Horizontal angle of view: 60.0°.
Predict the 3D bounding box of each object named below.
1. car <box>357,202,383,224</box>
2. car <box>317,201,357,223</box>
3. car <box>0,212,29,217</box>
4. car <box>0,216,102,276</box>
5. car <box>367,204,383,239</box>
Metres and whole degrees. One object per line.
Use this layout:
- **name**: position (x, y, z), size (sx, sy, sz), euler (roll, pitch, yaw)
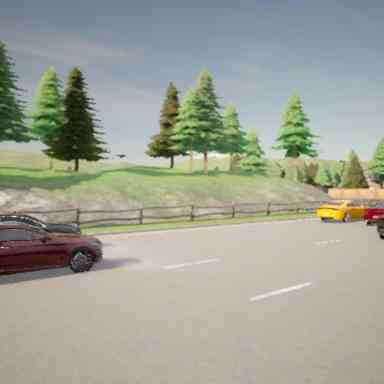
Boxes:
- **car**: position (13.186, 1.373, 21.752), size (5.008, 1.535, 1.882), euler (0, 0, -36)
- **car**: position (11.426, 1.372, 24.796), size (5.008, 1.535, 1.882), euler (0, 0, -36)
- **car**: position (-6.522, 1.500, 11.991), size (4.892, 1.490, 1.837), euler (-1, 0, -35)
- **car**: position (-4.787, 1.521, 8.929), size (4.674, 1.442, 1.812), euler (0, 0, -35)
- **car**: position (10.471, 1.428, 15.513), size (4.892, 1.490, 1.837), euler (-1, 0, -36)
